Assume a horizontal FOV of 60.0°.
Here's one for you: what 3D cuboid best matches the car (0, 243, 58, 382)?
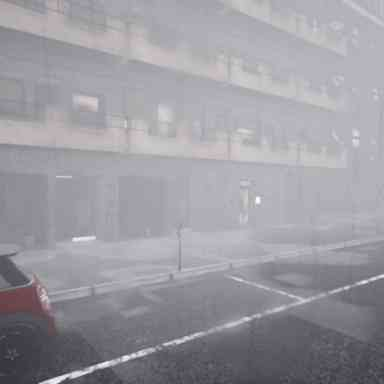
[{"bbox_3d":[-3.852,1.448,3.803,4.097,1.590,1.967,-1,1,-35],"label":"car"}]
